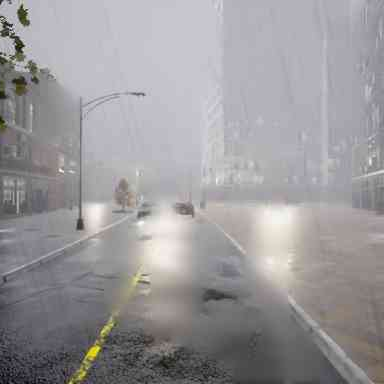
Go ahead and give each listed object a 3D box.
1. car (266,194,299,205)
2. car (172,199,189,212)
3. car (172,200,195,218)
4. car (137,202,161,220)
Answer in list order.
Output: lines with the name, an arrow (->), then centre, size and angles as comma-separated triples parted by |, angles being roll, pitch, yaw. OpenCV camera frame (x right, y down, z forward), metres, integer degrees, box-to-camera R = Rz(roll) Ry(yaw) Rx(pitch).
car -> 13.939, 1.201, 51.523 | 5.009, 1.841, 2.192 | 0, -1, 15
car -> -1.504, 1.607, 40.661 | 1.895, 1.301, 4.718 | 0, 0, -4
car -> -0.820, 1.482, 30.786 | 1.882, 1.535, 5.008 | 0, 0, -3
car -> -3.632, 1.549, 28.794 | 2.033, 1.411, 5.357 | 0, 0, -3
